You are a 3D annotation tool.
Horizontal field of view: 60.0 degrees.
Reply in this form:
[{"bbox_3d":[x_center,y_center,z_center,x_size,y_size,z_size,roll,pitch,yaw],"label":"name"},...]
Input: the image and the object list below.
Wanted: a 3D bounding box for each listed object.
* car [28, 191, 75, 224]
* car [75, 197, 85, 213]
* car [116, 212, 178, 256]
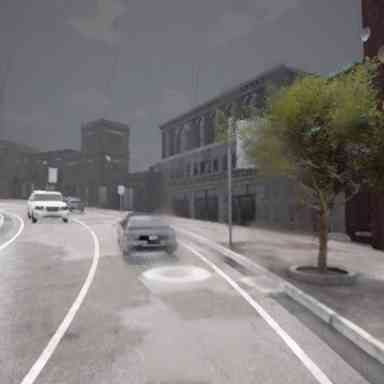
[{"bbox_3d":[-9.952,0.959,22.940,2.150,2.045,5.566,2,0,-30],"label":"car"},{"bbox_3d":[-12.067,1.188,32.342,2.128,1.511,4.902,3,-1,-39],"label":"car"},{"bbox_3d":[-1.921,1.509,13.111,2.033,1.411,5.357,1,0,-16],"label":"car"}]
